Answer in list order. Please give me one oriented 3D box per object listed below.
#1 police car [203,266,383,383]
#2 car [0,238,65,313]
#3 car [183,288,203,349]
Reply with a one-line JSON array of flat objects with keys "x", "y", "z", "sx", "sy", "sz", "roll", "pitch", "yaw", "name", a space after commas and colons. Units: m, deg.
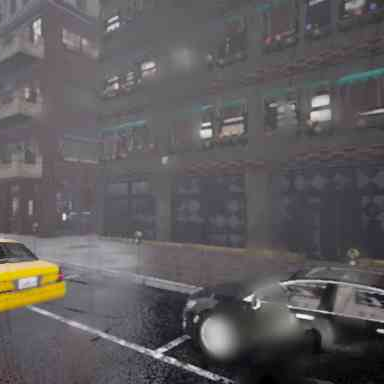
[{"x": 2.660, "y": 1.504, "z": 1.415, "sx": 5.238, "sy": 1.638, "sz": 1.930, "roll": -1, "pitch": -2, "yaw": 44, "name": "police car"}, {"x": -5.072, "y": 1.678, "z": 7.662, "sx": 5.366, "sy": 1.575, "sz": 1.801, "roll": -1, "pitch": -2, "yaw": 37, "name": "car"}, {"x": 1.873, "y": 1.732, "z": 4.663, "sx": 4.403, "sy": 1.369, "sz": 2.008, "roll": -1, "pitch": -3, "yaw": 37, "name": "car"}]
